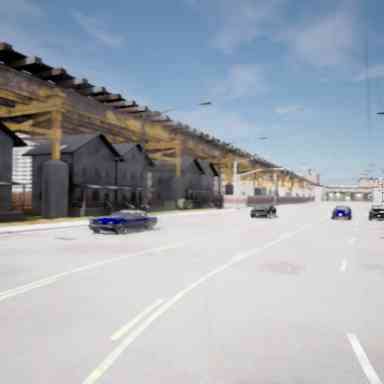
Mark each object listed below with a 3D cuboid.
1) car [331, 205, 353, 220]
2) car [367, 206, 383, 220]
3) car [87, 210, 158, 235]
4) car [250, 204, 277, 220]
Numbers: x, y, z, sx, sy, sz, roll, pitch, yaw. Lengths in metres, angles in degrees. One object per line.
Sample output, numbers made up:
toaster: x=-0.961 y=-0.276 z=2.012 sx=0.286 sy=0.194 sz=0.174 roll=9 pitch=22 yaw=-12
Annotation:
car: x=16.280 y=2.179 z=36.127 sx=1.812 sy=1.442 sz=4.674 roll=0 pitch=-1 yaw=27
car: x=19.681 y=2.177 z=35.107 sx=2.128 sy=1.511 sz=4.902 roll=0 pitch=-1 yaw=28
car: x=-4.073 y=1.793 z=20.278 sx=1.895 sy=1.301 sz=4.718 roll=0 pitch=-1 yaw=27
car: x=7.601 y=2.003 z=35.062 sx=1.882 sy=1.535 sz=5.008 roll=0 pitch=-1 yaw=28
